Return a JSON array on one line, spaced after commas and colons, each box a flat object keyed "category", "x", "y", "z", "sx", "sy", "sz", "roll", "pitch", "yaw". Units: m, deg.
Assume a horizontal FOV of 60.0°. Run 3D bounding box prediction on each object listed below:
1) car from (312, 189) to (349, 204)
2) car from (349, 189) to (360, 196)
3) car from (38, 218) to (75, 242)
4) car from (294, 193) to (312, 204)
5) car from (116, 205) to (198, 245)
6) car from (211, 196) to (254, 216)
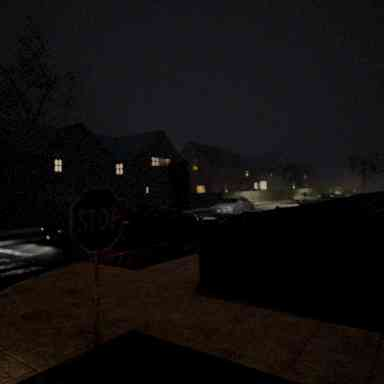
[{"category": "car", "x": 16.211, "y": 0.574, "z": 38.720, "sx": 2.128, "sy": 1.511, "sz": 4.902, "roll": -1, "pitch": 1, "yaw": 38}, {"category": "car", "x": 22.428, "y": 0.347, "z": 47.087, "sx": 1.837, "sy": 1.490, "sz": 4.892, "roll": -1, "pitch": 1, "yaw": 37}, {"category": "car", "x": -4.415, "y": 1.442, "z": 16.014, "sx": 2.033, "sy": 1.411, "sz": 5.357, "roll": -1, "pitch": 1, "yaw": 38}, {"category": "car", "x": 14.069, "y": 0.716, "z": 40.586, "sx": 1.895, "sy": 1.301, "sz": 4.718, "roll": -1, "pitch": 1, "yaw": 37}, {"category": "car", "x": -1.666, "y": 1.328, "z": 14.897, "sx": 2.128, "sy": 1.511, "sz": 4.902, "roll": -1, "pitch": 1, "yaw": 37}, {"category": "car", "x": 3.331, "y": 1.083, "z": 26.323, "sx": 1.812, "sy": 1.442, "sz": 4.674, "roll": -1, "pitch": 1, "yaw": 37}]
